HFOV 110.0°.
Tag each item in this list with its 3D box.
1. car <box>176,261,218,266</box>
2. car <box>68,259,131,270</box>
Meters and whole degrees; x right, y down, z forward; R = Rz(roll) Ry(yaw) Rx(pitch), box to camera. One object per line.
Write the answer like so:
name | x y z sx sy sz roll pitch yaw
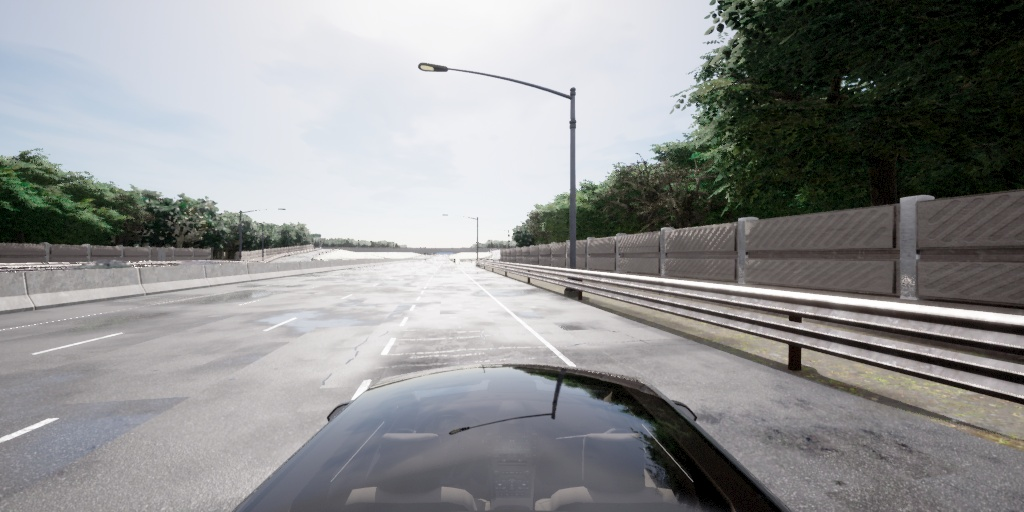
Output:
car | -30.892 1.296 34.348 1.812 1.442 4.674 0 0 -10
car | -37.742 1.120 32.900 2.097 1.767 4.553 0 0 -10
